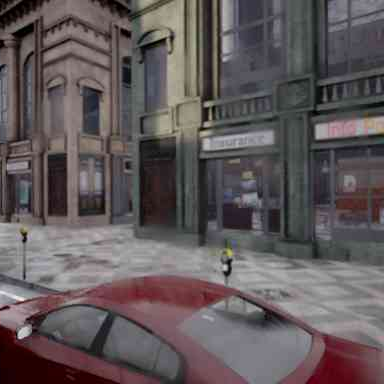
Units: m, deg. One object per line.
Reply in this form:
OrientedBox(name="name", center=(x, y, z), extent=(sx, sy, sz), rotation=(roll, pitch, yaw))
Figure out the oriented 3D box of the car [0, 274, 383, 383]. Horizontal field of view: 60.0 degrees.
OrientedBox(name="car", center=(-0.540, 1.554, 3.352), extent=(4.507, 1.381, 1.887), rotation=(0, 0, 35))
